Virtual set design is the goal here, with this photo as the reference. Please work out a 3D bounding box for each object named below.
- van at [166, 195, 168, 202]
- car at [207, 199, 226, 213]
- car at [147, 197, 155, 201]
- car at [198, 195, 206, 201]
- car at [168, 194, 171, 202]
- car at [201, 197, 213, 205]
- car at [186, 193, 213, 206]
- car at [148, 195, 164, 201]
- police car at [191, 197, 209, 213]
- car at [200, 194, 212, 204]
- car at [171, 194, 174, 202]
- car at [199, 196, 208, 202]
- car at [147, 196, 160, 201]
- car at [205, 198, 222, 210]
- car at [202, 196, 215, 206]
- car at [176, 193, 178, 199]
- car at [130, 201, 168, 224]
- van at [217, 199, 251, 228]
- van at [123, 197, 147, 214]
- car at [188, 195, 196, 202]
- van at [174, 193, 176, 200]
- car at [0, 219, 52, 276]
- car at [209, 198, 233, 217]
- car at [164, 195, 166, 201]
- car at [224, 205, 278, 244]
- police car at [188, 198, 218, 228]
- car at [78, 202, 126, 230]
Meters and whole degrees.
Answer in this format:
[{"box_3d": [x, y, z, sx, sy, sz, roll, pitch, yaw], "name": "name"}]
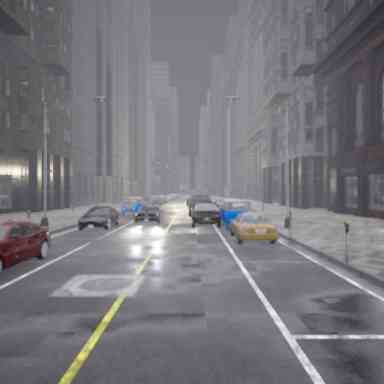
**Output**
[{"box_3d": [-5.774, 1.369, 60.578, 1.690, 1.788, 3.998, 0, 0, 0], "name": "van"}, {"box_3d": [2.754, 1.541, 38.213, 1.752, 1.417, 4.829, 0, 0, 0], "name": "car"}, {"box_3d": [-5.770, 1.582, 38.031, 1.947, 1.339, 4.313, 0, 0, 0], "name": "car"}, {"box_3d": [2.747, 1.484, 88.769, 1.967, 1.590, 4.097, 0, 0, 0], "name": "car"}, {"box_3d": [-5.775, 1.471, 66.214, 1.967, 1.590, 4.097, 0, 0, 0], "name": "car"}, {"box_3d": [2.752, 1.594, 60.588, 1.947, 1.339, 4.313, 0, 0, 0], "name": "car"}, {"box_3d": [0.729, 1.229, 32.472, 2.150, 2.045, 5.566, 0, 0, -1], "name": "car"}, {"box_3d": [-5.773, 1.337, 49.304, 2.192, 1.841, 5.009, 0, 0, 0], "name": "car"}, {"box_3d": [0.894, 1.441, 38.559, 1.930, 1.638, 5.238, 0, 0, 0], "name": "police car"}, {"box_3d": [2.750, 1.346, 66.225, 2.192, 1.841, 5.009, 0, 0, 0], "name": "car"}, {"box_3d": [-5.776, 1.478, 77.488, 1.967, 1.590, 4.097, 0, 0, 0], "name": "car"}, {"box_3d": [2.749, 1.603, 77.497, 1.947, 1.339, 4.313, 0, 0, 0], "name": "car"}, {"box_3d": [-5.771, 1.585, 43.667, 1.947, 1.339, 4.313, 0, 0, 0], "name": "car"}, {"box_3d": [2.754, 1.569, 43.679, 2.008, 1.369, 4.403, 0, 0, 0], "name": "car"}, {"box_3d": [2.752, 1.465, 54.951, 1.967, 1.590, 4.097, 0, 0, 0], "name": "car"}, {"box_3d": [-5.778, 1.573, 94.228, 1.752, 1.417, 4.829, 0, 0, 0], "name": "car"}, {"box_3d": [-3.104, 1.610, 24.898, 1.895, 1.301, 4.718, 0, 0, 0], "name": "car"}, {"box_3d": [2.756, 1.348, 21.134, 1.690, 1.788, 3.998, 0, 0, 0], "name": "van"}, {"box_3d": [-5.770, 1.354, 32.394, 1.690, 1.788, 3.998, 0, 0, 0], "name": "van"}, {"box_3d": [-0.010, 1.390, 72.293, 1.837, 1.490, 4.892, 0, 0, 0], "name": "car"}, {"box_3d": [-5.778, 1.385, 88.761, 1.690, 1.788, 3.998, 0, 0, 0], "name": "van"}, {"box_3d": [-5.766, 1.547, 9.847, 1.887, 1.381, 4.507, 0, 0, 0], "name": "car"}, {"box_3d": [2.755, 1.453, 32.407, 1.967, 1.590, 4.097, 0, 0, 0], "name": "car"}, {"box_3d": [-5.773, 1.570, 54.941, 1.887, 1.381, 4.507, 0, 0, 0], "name": "car"}, {"box_3d": [2.758, 1.530, 15.668, 1.752, 1.417, 4.829, 0, 0, 0], "name": "car"}, {"box_3d": [0.897, 1.433, 22.559, 1.930, 1.638, 5.238, 0, 0, 0], "name": "police car"}, {"box_3d": [-5.768, 1.573, 21.120, 1.947, 1.339, 4.313, 0, 0, 0], "name": "car"}]
